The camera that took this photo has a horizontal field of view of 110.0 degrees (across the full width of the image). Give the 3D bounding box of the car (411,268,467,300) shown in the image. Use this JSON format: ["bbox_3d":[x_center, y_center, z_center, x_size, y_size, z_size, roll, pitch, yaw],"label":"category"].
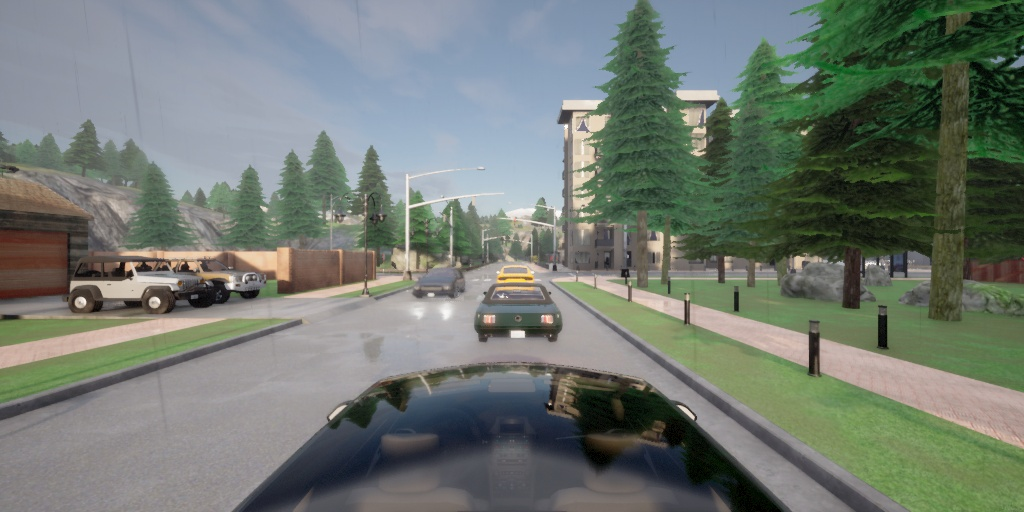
[{"bbox_3d":[-3.467,1.298,18.162,2.033,1.411,5.357,0,0,1],"label":"car"}]

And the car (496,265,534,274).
[{"bbox_3d":[0.176,1.228,19.050,1.882,1.535,5.008,0,0,0],"label":"car"}]

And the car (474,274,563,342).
[{"bbox_3d":[0.146,1.351,9.711,1.895,1.301,4.718,0,0,0],"label":"car"}]
